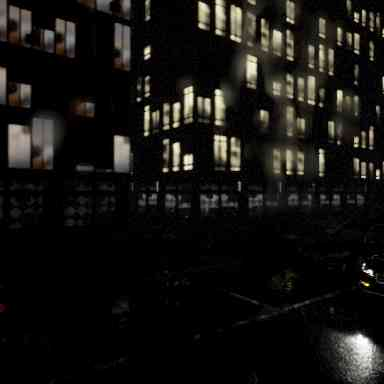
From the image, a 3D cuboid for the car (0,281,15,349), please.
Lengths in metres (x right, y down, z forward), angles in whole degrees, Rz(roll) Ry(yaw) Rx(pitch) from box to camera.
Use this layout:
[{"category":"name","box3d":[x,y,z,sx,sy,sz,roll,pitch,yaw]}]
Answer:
[{"category":"car","box3d":[-4.257,1.582,3.519,4.206,1.307,1.802,0,0,-35]}]

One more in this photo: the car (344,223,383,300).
[{"category":"car","box3d":[5.648,1.506,7.403,4.892,1.490,1.837,0,0,-36]}]

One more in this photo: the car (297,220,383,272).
[{"category":"car","box3d":[5.013,1.552,10.129,4.403,1.369,2.008,0,0,-35]}]
